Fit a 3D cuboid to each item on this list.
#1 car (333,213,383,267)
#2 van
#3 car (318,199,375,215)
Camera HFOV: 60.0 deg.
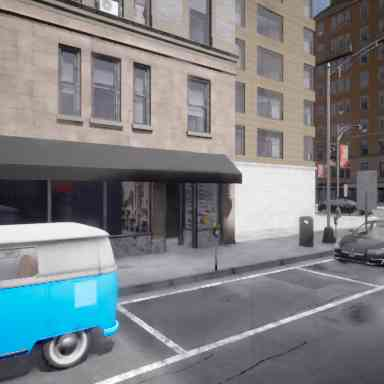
[{"bbox_3d":[6.300,1.550,10.674,4.403,1.369,2.008,0,0,-35],"label":"car"},{"bbox_3d":[-2.923,1.341,4.105,3.998,1.788,1.690,0,0,-35],"label":"van"},{"bbox_3d":[14.093,1.401,30.599,1.882,1.535,5.008,0,0,-35],"label":"car"}]
